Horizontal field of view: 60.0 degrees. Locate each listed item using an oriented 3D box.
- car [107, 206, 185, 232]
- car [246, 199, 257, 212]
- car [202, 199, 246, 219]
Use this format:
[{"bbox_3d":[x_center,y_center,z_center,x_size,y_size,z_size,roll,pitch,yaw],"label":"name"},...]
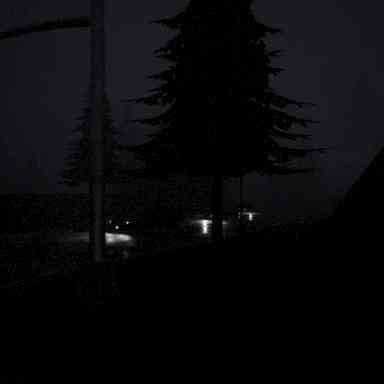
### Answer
[{"bbox_3d":[-2.587,1.547,20.357,2.033,1.411,5.357,0,0,35],"label":"car"},{"bbox_3d":[6.507,1.547,38.959,2.033,1.411,5.357,0,0,16],"label":"car"},{"bbox_3d":[2.735,1.547,29.223,2.033,1.411,5.357,0,0,26],"label":"car"}]
